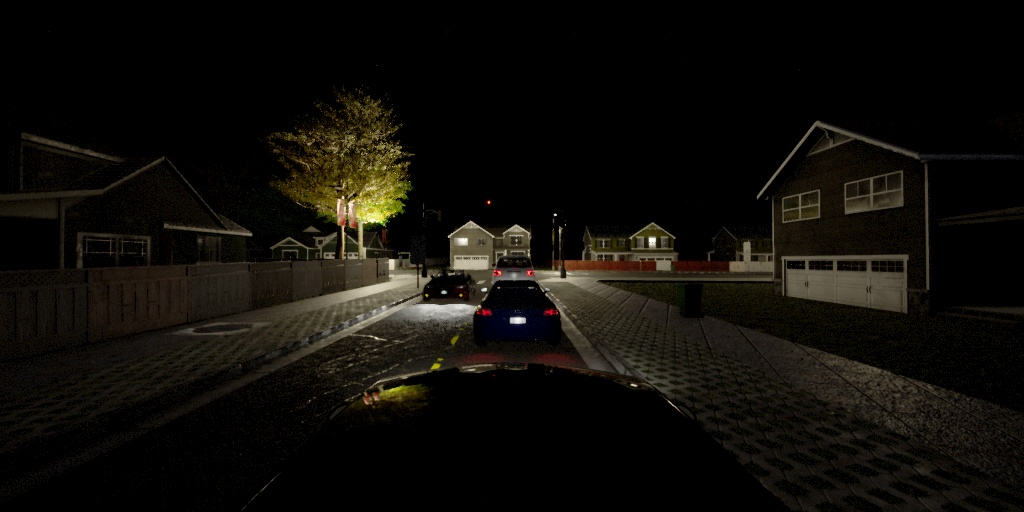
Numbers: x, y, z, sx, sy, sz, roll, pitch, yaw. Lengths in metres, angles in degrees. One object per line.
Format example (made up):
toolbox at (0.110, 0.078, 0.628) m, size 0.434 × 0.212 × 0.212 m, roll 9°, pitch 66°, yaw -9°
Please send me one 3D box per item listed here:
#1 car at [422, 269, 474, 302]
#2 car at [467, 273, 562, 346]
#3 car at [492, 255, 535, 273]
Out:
car at (-2.809, 1.317, 16.819) m, size 1.994 × 1.385 × 4.181 m, roll 0°, pitch 0°, yaw 0°
car at (0.106, 1.316, 9.489) m, size 1.994 × 1.385 × 4.181 m, roll 0°, pitch 0°, yaw 0°
car at (0.101, 0.976, 19.451) m, size 2.150 × 2.045 × 5.566 m, roll 0°, pitch 0°, yaw 0°
